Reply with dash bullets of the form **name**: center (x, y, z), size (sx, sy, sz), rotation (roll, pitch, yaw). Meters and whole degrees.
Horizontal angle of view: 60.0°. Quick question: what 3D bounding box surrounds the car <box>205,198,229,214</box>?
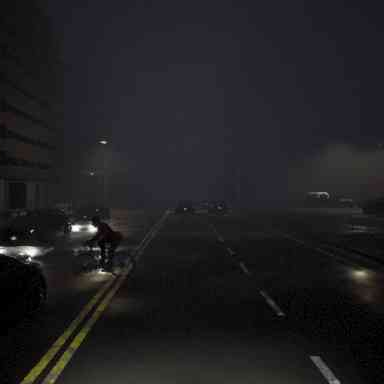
- **car**: center (2.699, 1.564, 34.994), size (1.994, 1.385, 4.181), rotation (0, 0, -1)

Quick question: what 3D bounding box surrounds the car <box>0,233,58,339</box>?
- **car**: center (-3.684, 1.564, 4.564), size (1.994, 1.385, 4.181), rotation (0, 0, -1)

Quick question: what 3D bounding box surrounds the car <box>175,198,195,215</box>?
- **car**: center (-0.718, 1.564, 33.594), size (1.994, 1.385, 4.181), rotation (0, 0, -2)

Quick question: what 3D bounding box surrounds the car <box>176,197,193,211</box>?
- **car**: center (-0.950, 1.492, 42.490), size (2.128, 1.511, 4.902), rotation (0, 0, -1)

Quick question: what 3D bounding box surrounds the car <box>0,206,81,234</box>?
- **car**: center (-7.490, 1.547, 16.523), size (2.033, 1.411, 5.357), rotation (0, 0, -1)

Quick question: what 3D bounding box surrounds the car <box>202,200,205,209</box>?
- **car**: center (2.413, 1.547, 44.227), size (2.033, 1.411, 5.357), rotation (0, 0, -1)

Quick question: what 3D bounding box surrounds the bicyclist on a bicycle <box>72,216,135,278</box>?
- **bicyclist on a bicycle**: center (-2.319, 1.455, 8.657), size (1.656, 1.620, 0.582), rotation (-2, 0, -1)

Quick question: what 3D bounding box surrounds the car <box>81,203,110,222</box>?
- **car**: center (-7.621, 1.565, 25.528), size (1.994, 1.385, 4.181), rotation (0, 0, -1)
